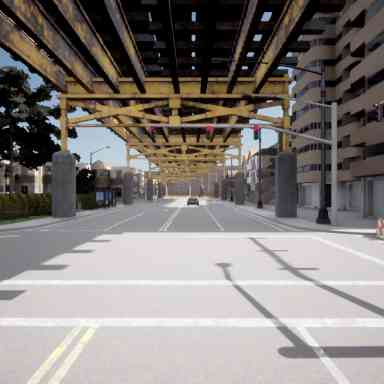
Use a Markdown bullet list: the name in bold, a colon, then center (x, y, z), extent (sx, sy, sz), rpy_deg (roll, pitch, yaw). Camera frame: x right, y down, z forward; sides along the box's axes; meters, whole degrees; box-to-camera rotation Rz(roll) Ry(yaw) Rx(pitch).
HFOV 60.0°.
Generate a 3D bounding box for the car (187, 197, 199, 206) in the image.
- **car**: center (0.178, 1.564, 56.250), extent (1.994, 1.385, 4.181), rpy_deg (0, 0, 0)
